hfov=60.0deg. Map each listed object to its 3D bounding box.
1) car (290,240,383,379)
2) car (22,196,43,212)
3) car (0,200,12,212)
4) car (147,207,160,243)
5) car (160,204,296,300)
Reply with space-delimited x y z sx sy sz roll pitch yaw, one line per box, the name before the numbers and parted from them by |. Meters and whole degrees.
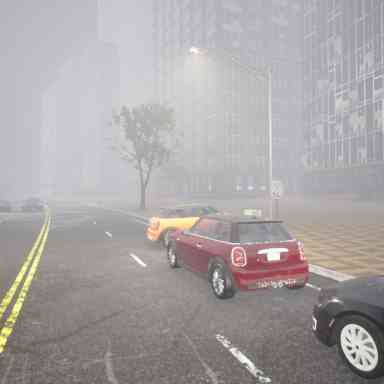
car | 3.620 1.505 3.359 1.837 1.490 4.892 0 0 -35
car | -18.816 1.393 39.379 2.097 1.767 4.553 0 0 -24
car | -21.773 1.602 38.030 1.994 1.385 4.181 0 0 -24
car | 0.391 1.276 14.409 4.553 1.767 2.097 -3 1 -18
car | 0.887 1.355 8.831 2.097 1.767 4.553 0 0 -22
